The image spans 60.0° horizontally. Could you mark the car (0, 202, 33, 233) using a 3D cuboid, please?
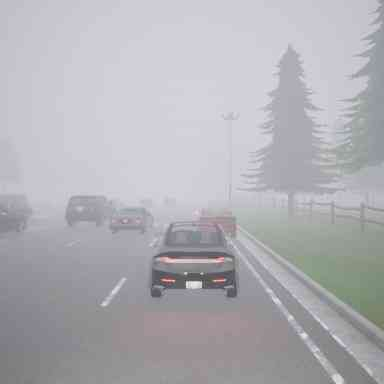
[{"bbox_3d":[-10.398,1.352,16.924,2.097,1.767,4.553,0,0,0],"label":"car"}]

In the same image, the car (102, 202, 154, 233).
[{"bbox_3d":[-3.400,1.547,19.470,2.033,1.411,5.357,0,0,0],"label":"car"}]

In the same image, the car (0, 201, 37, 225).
[{"bbox_3d":[-13.914,1.491,25.213,2.128,1.511,4.902,0,0,-1],"label":"car"}]

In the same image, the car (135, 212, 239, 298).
[{"bbox_3d":[0.052,1.492,8.529,2.128,1.511,4.902,0,0,0],"label":"car"}]

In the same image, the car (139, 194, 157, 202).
[{"bbox_3d":[-6.899,1.477,50.983,1.882,1.535,5.008,0,0,0],"label":"car"}]

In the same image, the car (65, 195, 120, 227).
[{"bbox_3d":[-6.899,1.221,23.115,2.150,2.045,5.566,0,0,0],"label":"car"}]

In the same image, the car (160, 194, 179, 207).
[{"bbox_3d":[-3.398,1.506,51.914,1.837,1.490,4.892,0,0,0],"label":"car"}]

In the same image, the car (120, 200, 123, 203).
[{"bbox_3d":[-10.399,1.491,43.940,2.128,1.511,4.902,0,0,0],"label":"car"}]

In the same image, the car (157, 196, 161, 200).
[{"bbox_3d":[-10.499,1.355,90.474,2.097,1.767,4.553,0,0,0],"label":"car"}]

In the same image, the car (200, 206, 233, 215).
[{"bbox_3d":[1.225,1.478,17.871,1.882,1.535,5.008,0,0,0],"label":"car"}]
